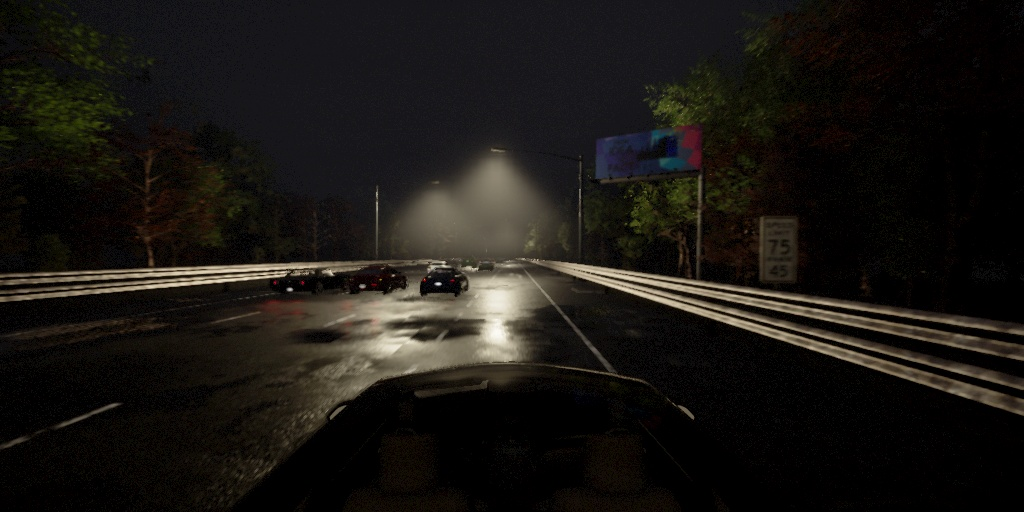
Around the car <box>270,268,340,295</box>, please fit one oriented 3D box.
[{"bbox_3d":[-10.483,1.298,19.151,1.895,1.301,4.718,0,0,0],"label":"car"}]

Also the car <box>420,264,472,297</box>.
[{"bbox_3d":[-3.489,1.296,18.991,1.994,1.385,4.181,0,0,0],"label":"car"}]

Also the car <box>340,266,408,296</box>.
[{"bbox_3d":[-6.985,1.241,19.070,1.812,1.442,4.674,0,0,0],"label":"car"}]

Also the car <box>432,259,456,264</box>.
[{"bbox_3d":[-6.969,1.241,34.742,1.812,1.442,4.674,0,0,0],"label":"car"}]

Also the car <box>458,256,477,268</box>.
[{"bbox_3d":[-6.941,0.964,58.816,2.150,2.045,5.566,0,0,0],"label":"car"}]

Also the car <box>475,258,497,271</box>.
[{"bbox_3d":[-3.450,1.307,48.702,1.994,1.385,4.181,0,0,0],"label":"car"}]

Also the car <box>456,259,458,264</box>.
[{"bbox_3d":[-10.434,1.226,62.804,2.128,1.511,4.902,0,0,0],"label":"car"}]
